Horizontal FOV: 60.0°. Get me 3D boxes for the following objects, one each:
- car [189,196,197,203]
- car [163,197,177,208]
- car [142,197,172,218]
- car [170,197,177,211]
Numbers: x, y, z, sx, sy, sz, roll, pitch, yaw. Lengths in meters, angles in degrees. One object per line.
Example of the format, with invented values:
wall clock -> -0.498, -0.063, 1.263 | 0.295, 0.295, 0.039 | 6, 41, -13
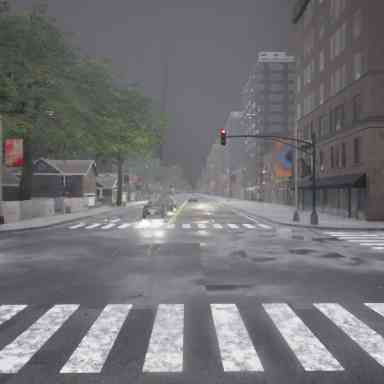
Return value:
car -> 0.215, 1.546, 70.259 | 2.128, 1.511, 4.902 | 0, 0, 0
car -> -3.251, 1.554, 49.822 | 1.812, 1.442, 4.674 | 0, 0, 0
car -> -3.294, 1.504, 30.130 | 2.128, 1.511, 4.902 | 0, 0, 0
car -> -3.275, 1.372, 39.865 | 2.097, 1.767, 4.553 | 0, 0, 0
